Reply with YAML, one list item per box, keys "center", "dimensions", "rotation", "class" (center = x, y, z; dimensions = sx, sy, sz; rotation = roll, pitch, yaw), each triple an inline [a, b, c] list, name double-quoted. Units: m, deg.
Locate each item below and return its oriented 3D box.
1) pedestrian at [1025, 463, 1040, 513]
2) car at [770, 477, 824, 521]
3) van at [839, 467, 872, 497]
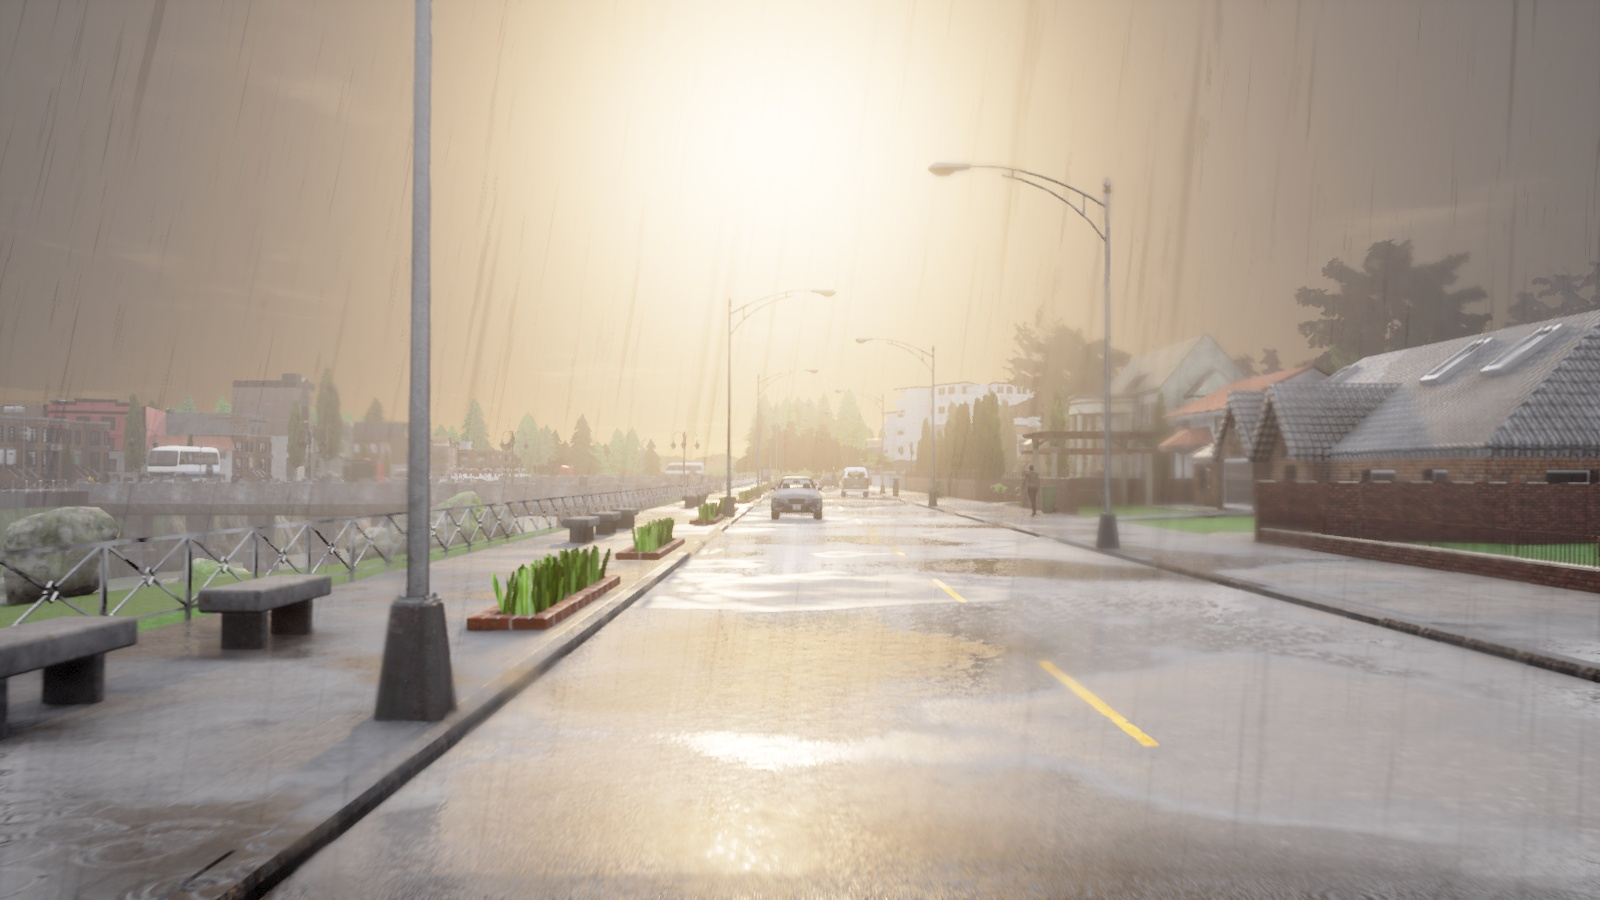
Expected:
- center: [8.386, 1.365, 45.349]
  dimensions: [0.328, 1.805, 0.869]
  rotation: [0, -1, -2]
  class: "pedestrian"
- center: [-0.105, 1.676, 43.951]
  dimensions: [1.816, 1.474, 4.193]
  rotation: [0, -1, 0]
  class: "car"
- center: [3.793, 2.193, 86.845]
  dimensions: [2.069, 2.038, 4.480]
  rotation: [0, -1, 0]
  class: "van"
